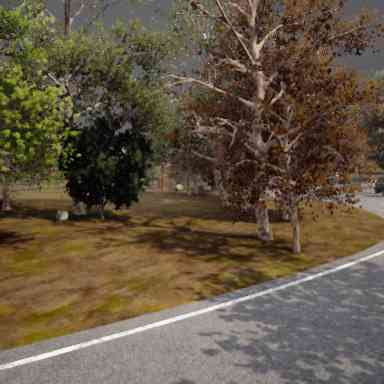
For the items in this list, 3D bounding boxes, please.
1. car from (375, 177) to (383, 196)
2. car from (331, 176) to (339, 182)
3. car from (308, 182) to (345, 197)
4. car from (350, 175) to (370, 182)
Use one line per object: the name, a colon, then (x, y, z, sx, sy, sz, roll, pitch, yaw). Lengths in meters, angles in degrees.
car: (21.631, -0.627, 33.603, 5.566, 2.045, 2.150, -1, 4, 42)
car: (28.789, -2.536, 68.229, 4.902, 1.511, 2.128, -4, 3, -16)
car: (15.053, -0.039, 36.879, 1.812, 1.442, 4.674, -6, 3, -28)
car: (32.652, -2.602, 65.497, 4.181, 1.385, 1.994, -3, 3, -1)
